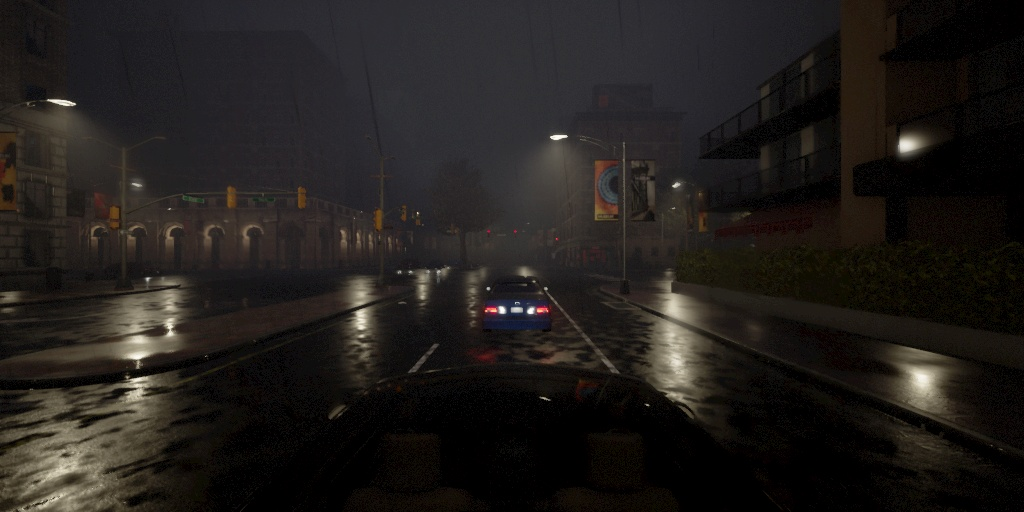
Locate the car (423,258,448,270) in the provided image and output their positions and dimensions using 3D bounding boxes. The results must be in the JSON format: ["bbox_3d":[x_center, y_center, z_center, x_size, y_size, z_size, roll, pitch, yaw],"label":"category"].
[{"bbox_3d":[-11.116,1.275,52.296,1.812,1.442,4.674,0,0,1],"label":"car"}]

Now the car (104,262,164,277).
[{"bbox_3d":[-36.561,1.276,34.666,4.674,1.442,1.812,0,0,0],"label":"car"}]

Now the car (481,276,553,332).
[{"bbox_3d":[0.150,1.297,10.819,2.033,1.411,5.357,0,0,1],"label":"car"}]

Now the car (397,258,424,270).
[{"bbox_3d":[-14.982,1.101,52.416,2.097,1.767,4.553,0,0,6],"label":"car"}]
